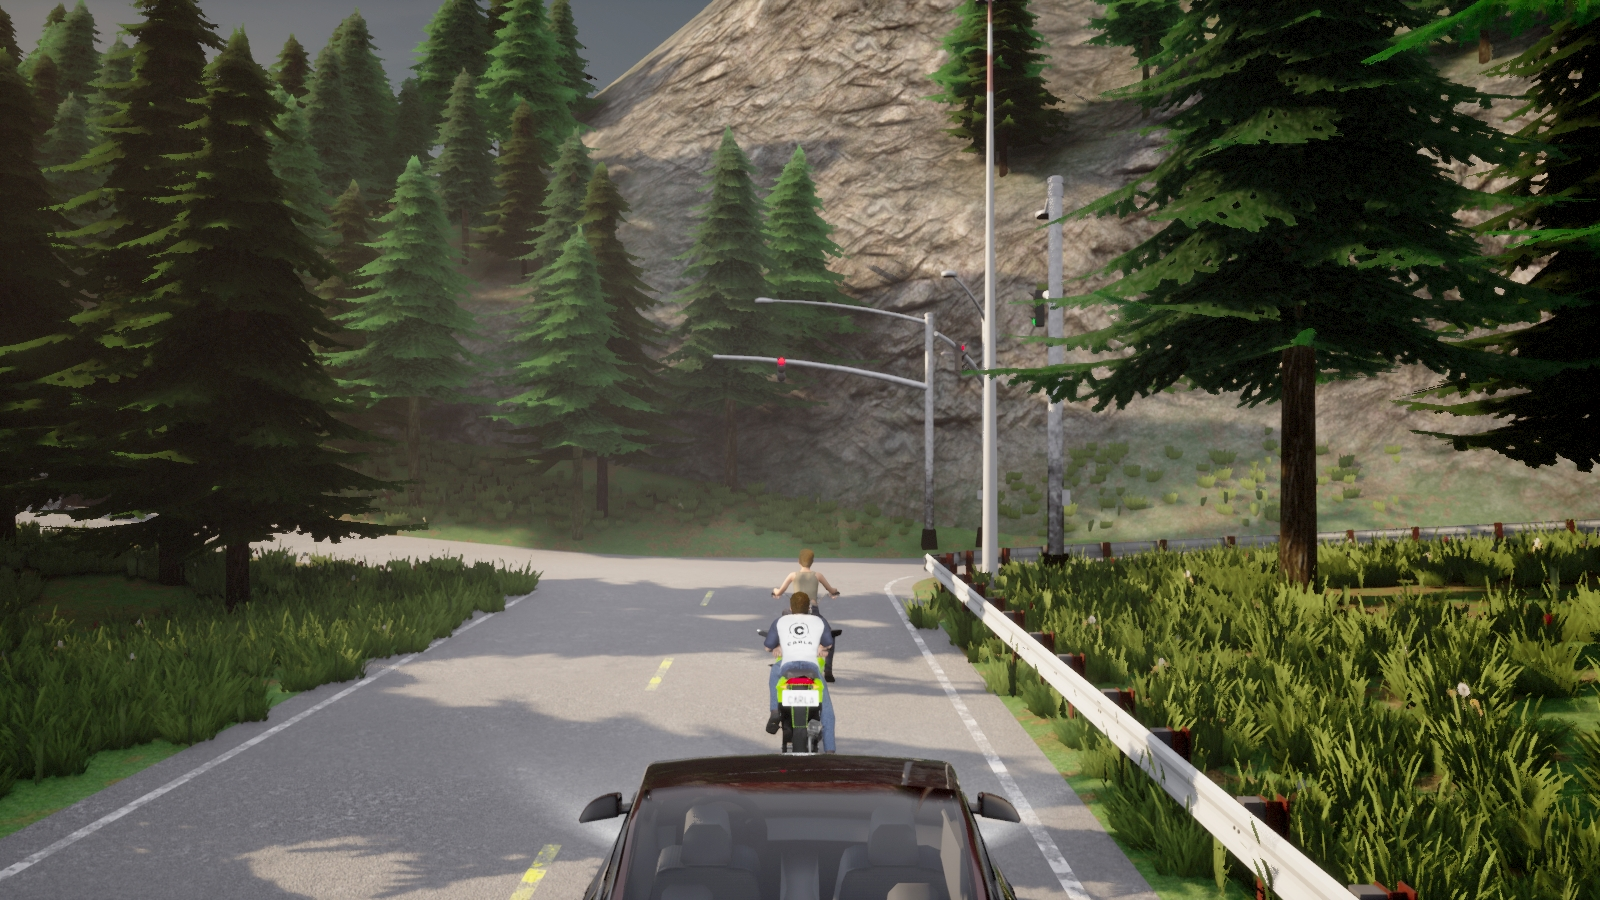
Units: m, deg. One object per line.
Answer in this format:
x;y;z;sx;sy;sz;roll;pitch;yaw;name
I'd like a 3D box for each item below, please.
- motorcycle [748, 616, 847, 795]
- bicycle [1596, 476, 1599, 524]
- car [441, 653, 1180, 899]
-0.020;2.213;10.238;0.803;1.145;2.033;0;0;0;motorcycle
21.727;1.355;29.474;1.835;1.471;0.329;-5;-2;26;bicycle
0.029;2.063;5.012;2.163;1.488;4.792;0;0;0;car
